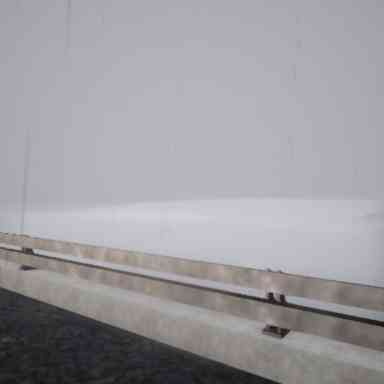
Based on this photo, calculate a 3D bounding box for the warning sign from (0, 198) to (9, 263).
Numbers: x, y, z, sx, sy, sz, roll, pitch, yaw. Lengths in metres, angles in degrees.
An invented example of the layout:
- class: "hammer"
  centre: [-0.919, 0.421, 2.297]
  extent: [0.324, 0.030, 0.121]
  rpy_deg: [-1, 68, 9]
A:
- class: "warning sign"
  centre: [-6.252, 1.139, 9.651]
  extent: [1.060, 1.860, 1.300]
  rpy_deg: [-1, 0, 36]
